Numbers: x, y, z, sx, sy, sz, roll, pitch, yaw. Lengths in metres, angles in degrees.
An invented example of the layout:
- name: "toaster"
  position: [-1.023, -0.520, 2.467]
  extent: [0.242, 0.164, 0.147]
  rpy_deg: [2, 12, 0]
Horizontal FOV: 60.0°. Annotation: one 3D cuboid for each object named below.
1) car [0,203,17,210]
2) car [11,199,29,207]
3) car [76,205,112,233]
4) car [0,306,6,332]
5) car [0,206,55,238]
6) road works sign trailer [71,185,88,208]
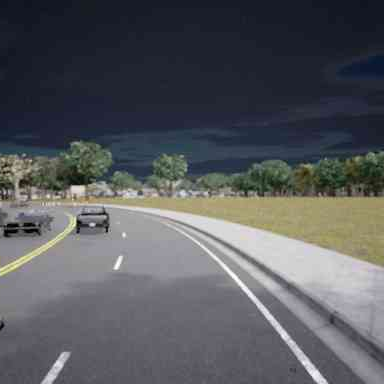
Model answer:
- name: "car"
  position: [-13.004, 1.695, 21.007]
  extent: [2.033, 1.411, 5.357]
  rpy_deg: [0, 0, -16]
- name: "car"
  position: [-28.646, 1.906, 55.360]
  extent: [1.994, 1.385, 4.181]
  rpy_deg: [-1, 0, -41]
- name: "car"
  position: [-6.052, 1.581, 20.577]
  extent: [2.128, 1.511, 4.902]
  rpy_deg: [0, 0, -14]
- name: "car"
  position: [-3.311, 1.626, 2.212]
  extent: [1.895, 1.301, 4.718]
  rpy_deg: [0, 0, -2]
- name: "car"
  position: [-9.099, 1.711, 18.830]
  extent: [1.895, 1.301, 4.718]
  rpy_deg: [0, 0, -14]
- name: "road works sign trailer"
  position: [-18.544, 0.680, 53.849]
  extent: [2.380, 3.560, 2.880]
  rpy_deg: [-1, 0, -41]
